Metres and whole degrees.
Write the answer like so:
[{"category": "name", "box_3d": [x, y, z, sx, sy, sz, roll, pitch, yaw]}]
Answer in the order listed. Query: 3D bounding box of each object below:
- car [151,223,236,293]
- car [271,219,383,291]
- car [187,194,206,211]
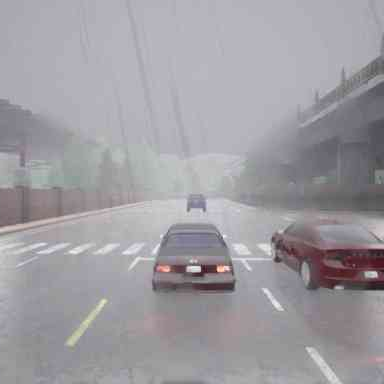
[{"category": "car", "box_3d": [0.030, 1.547, 8.981, 2.033, 1.411, 5.357, 0, 0, 0]}, {"category": "car", "box_3d": [3.536, 1.478, 9.048, 1.882, 1.535, 5.008, 0, 0, 0]}, {"category": "car", "box_3d": [0.543, 1.222, 39.930, 2.150, 2.045, 5.566, 0, 0, 1]}]
